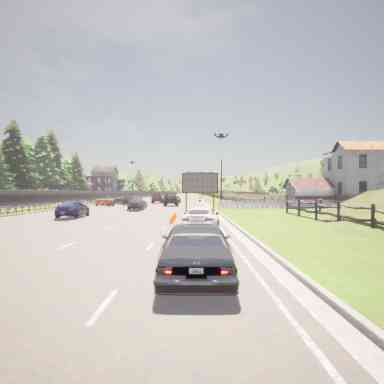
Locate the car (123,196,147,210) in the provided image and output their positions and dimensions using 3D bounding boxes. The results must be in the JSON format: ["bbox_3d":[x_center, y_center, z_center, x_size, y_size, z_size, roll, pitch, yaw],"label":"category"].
[{"bbox_3d":[-6.844,1.547,41.881,2.033,1.411,5.357,0,0,0],"label":"car"}]

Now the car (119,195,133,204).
[{"bbox_3d":[-10.323,1.351,56.278,2.097,1.767,4.553,0,0,0],"label":"car"}]

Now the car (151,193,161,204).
[{"bbox_3d":[-6.802,1.217,66.114,2.150,2.045,5.566,0,-1,0],"label":"car"}]

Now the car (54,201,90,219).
[{"bbox_3d":[-10.360,1.525,28.935,1.812,1.442,4.674,0,0,0],"label":"car"}]

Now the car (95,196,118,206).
[{"bbox_3d":[-13.829,1.352,53.136,2.097,1.767,4.553,0,0,0],"label":"car"}]

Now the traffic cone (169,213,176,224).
[{"bbox_3d":[-1.456,1.955,23.181,0.340,0.580,0.340,0,0,0],"label":"traffic cone"}]

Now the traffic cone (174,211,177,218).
[{"bbox_3d":[-1.453,1.955,25.181,0.340,0.580,0.340,0,0,0],"label":"traffic cone"}]

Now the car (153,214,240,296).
[{"bbox_3d":[0.110,1.547,8.825,2.033,1.411,5.357,0,0,1],"label":"car"}]

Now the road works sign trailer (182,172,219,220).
[{"bbox_3d":[0.517,0.464,22.072,2.380,3.560,2.880,0,0,-3],"label":"road works sign trailer"}]

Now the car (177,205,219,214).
[{"bbox_3d":[0.485,1.540,18.458,1.812,1.442,4.674,-1,-1,6],"label":"car"}]

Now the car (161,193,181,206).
[{"bbox_3d":[-3.327,1.221,53.362,2.150,2.045,5.566,0,0,0],"label":"car"}]

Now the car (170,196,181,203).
[{"bbox_3d":[-3.307,1.564,68.577,1.994,1.385,4.181,0,0,0],"label":"car"}]
